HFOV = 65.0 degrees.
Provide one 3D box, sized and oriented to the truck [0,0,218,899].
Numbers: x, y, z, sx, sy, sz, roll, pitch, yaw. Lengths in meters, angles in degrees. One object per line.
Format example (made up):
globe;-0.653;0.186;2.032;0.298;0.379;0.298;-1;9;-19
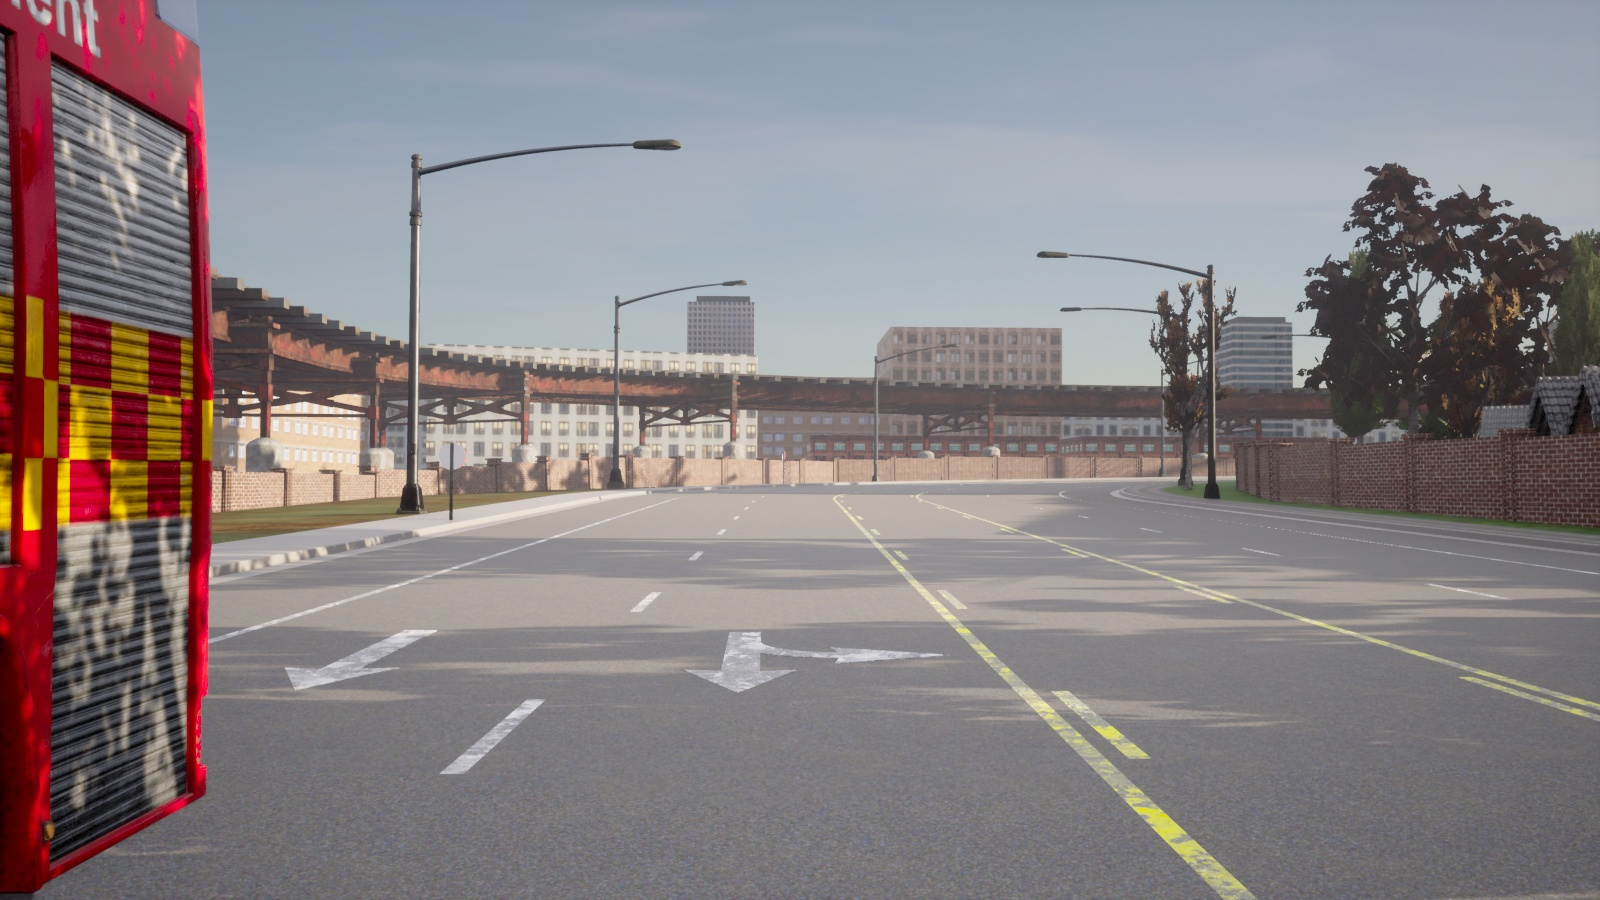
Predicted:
truck;-3.504;-0.332;0.212;2.891;3.827;8.468;0;-1;0
